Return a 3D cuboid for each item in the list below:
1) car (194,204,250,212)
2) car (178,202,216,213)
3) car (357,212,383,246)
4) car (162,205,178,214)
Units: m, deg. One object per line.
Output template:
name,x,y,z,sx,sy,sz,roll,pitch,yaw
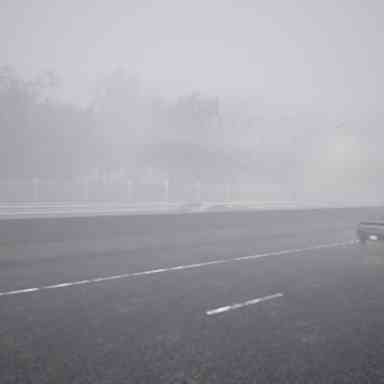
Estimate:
car,2.808,1.720,23.197,4.718,1.301,1.895,1,0,-36
car,1.511,1.651,26.553,4.674,1.442,1.812,1,0,-36
car,9.164,1.613,14.588,4.902,1.511,2.128,1,0,-35
car,-0.305,1.632,29.574,4.892,1.490,1.837,1,0,-35
